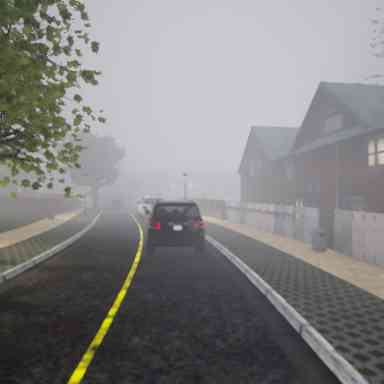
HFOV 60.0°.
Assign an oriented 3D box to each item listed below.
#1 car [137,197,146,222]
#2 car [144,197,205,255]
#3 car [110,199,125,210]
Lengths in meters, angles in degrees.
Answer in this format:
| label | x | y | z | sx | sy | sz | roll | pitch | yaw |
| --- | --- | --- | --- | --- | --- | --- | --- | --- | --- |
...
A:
| label | x | y | z | sx | sy | sz | roll | pitch | yaw |
| --- | --- | --- | --- | --- | --- | --- | --- | --- | --- |
| car | -3.525 | 1.411 | 29.070 | 2.150 | 2.045 | 5.566 | 0 | 0 | -13 |
| car | -0.807 | 1.345 | 14.177 | 2.150 | 2.045 | 5.566 | 0 | 0 | -7 |
| car | -10.541 | 1.679 | 47.120 | 1.882 | 1.535 | 5.008 | 0 | 0 | -13 |
